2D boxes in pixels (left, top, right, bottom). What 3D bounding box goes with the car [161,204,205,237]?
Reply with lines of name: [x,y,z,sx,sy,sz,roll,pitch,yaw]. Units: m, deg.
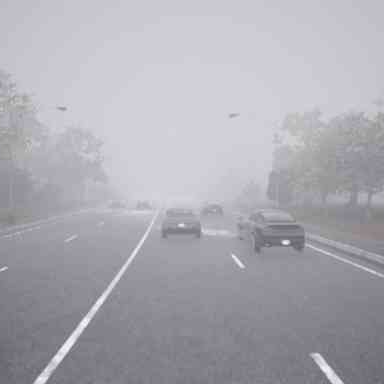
car: [-0.605,1.541,17.776,1.994,1.385,4.181,0,0,-3]

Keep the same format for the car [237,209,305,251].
car: [3.123,1.482,13.900,1.837,1.490,4.892,0,0,-3]

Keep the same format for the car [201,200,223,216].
car: [1.875,1.480,32.352,1.812,1.442,4.674,0,0,-4]

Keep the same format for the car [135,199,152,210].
car: [-6.048,1.554,41.529,1.895,1.301,4.718,0,0,-4]

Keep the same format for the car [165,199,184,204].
car: [-1.850,1.482,35.310,1.812,1.442,4.674,0,0,-4]

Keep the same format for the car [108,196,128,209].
car: [-9.733,1.307,43.869,2.097,1.767,4.553,0,0,-4]
